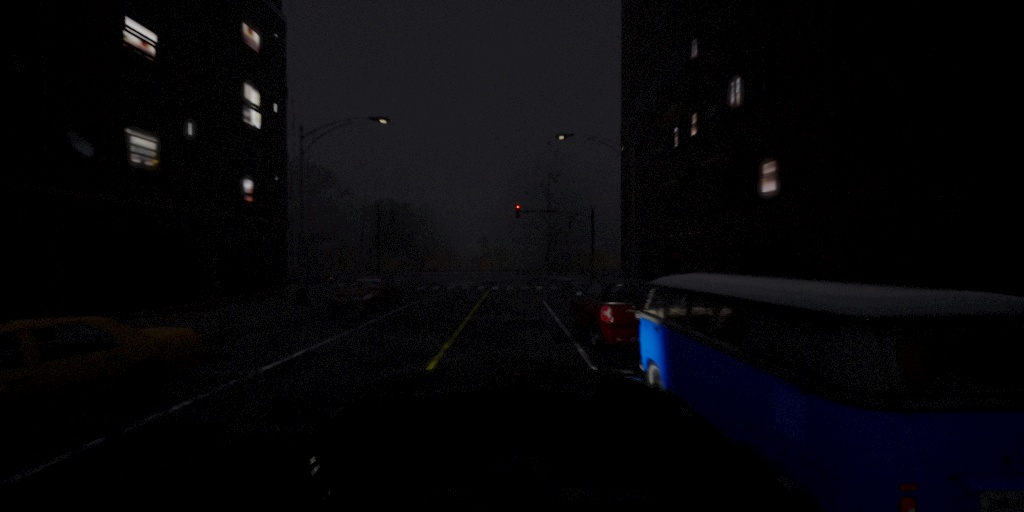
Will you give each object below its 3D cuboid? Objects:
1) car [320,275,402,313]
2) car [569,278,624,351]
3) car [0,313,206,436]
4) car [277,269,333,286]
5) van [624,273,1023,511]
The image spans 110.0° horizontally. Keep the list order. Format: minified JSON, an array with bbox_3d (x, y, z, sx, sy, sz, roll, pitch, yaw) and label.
[{"bbox_3d":[-5.788,1.472,14.784,1.802,1.307,4.207,0,0,0],"label":"car"},{"bbox_3d":[2.689,1.271,9.315,1.967,1.591,4.097,0,0,0],"label":"car"},{"bbox_3d":[-5.691,1.298,3.573,1.751,1.417,4.829,0,0,0],"label":"car"},{"bbox_3d":[-17.013,1.754,30.134,4.674,1.442,1.812,1,0,-7],"label":"car"},{"bbox_3d":[2.689,1.113,3.791,1.690,1.789,3.998,0,0,0],"label":"van"}]
